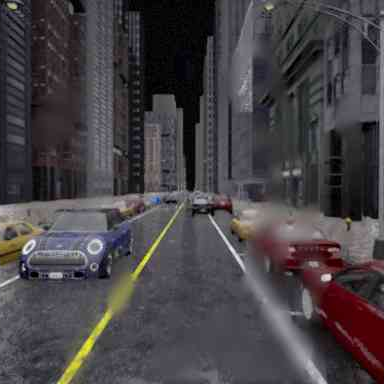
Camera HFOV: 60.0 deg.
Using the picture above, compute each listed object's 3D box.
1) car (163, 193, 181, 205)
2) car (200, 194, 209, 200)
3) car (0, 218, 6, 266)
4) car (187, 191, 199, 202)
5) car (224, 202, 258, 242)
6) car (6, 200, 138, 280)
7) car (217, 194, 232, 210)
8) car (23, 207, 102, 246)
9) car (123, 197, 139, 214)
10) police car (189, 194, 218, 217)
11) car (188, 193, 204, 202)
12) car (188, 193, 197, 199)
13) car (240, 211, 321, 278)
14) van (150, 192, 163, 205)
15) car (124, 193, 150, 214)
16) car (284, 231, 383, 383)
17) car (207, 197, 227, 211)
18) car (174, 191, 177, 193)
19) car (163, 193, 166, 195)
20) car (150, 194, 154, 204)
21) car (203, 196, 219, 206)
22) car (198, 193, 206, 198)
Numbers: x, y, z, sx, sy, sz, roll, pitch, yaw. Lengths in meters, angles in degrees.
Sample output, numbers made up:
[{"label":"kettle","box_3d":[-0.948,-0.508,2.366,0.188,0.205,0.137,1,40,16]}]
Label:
[{"label":"car","box_3d":[-3.053,1.300,51.081,1.895,1.301,4.718,0,0,0]},{"label":"car","box_3d":[2.797,1.129,77.495,1.947,1.339,4.313,0,0,0]},{"label":"car","box_3d":[-5.760,1.464,9.636,1.752,1.417,4.829,0,0,0]},{"label":"car","box_3d":[0.032,1.124,63.847,2.128,1.511,4.902,0,0,0]},{"label":"car","box_3d":[2.767,1.428,15.621,1.752,1.417,4.829,0,0,0]},{"label":"car","box_3d":[-3.095,1.290,9.814,2.097,1.767,4.553,0,0,0]},{"label":"car","box_3d":[2.775,1.119,32.370,2.192,1.841,5.009,0,0,0]},{"label":"car","box_3d":[-5.758,1.470,15.447,1.947,1.339,4.313,0,0,0]},{"label":"car","box_3d":[-5.752,1.363,26.558,1.752,1.417,4.829,0,0,0]},{"label":"police car","box_3d":[0.901,1.246,29.391,1.930,1.638,5.238,0,0,0]},{"label":"car","box_3d":[0.797,1.243,39.253,1.882,1.535,5.008,0,0,-2]},{"label":"car","box_3d":[0.039,0.931,79.544,2.128,1.511,4.902,0,0,0]},{"label":"car","box_3d":[2.765,1.483,9.810,1.887,1.381,4.507,0,0,0]},{"label":"van","box_3d":[-5.742,1.050,49.290,1.690,1.788,3.998,0,0,0]},{"label":"car","box_3d":[-5.750,1.118,32.367,2.192,1.841,5.009,0,0,0]},{"label":"car","box_3d":[2.762,1.518,4.170,1.887,1.381,4.507,0,0,0]},{"label":"car","box_3d":[2.778,1.322,38.012,2.008,1.369,4.403,0,0,0]},{"label":"car","box_3d":[-5.722,1.070,88.775,1.947,1.339,4.313,0,0,0]},{"label":"car","box_3d":[-5.739,1.229,54.931,2.008,1.369,4.403,0,0,0]},{"label":"car","box_3d":[-5.747,1.297,37.839,1.752,1.417,4.829,0,0,0]},{"label":"car","box_3d":[2.784,1.260,49.293,2.008,1.369,4.403,0,0,0]},{"label":"car","box_3d":[2.805,1.021,94.417,1.887,1.381,4.507,0,0,0]}]
